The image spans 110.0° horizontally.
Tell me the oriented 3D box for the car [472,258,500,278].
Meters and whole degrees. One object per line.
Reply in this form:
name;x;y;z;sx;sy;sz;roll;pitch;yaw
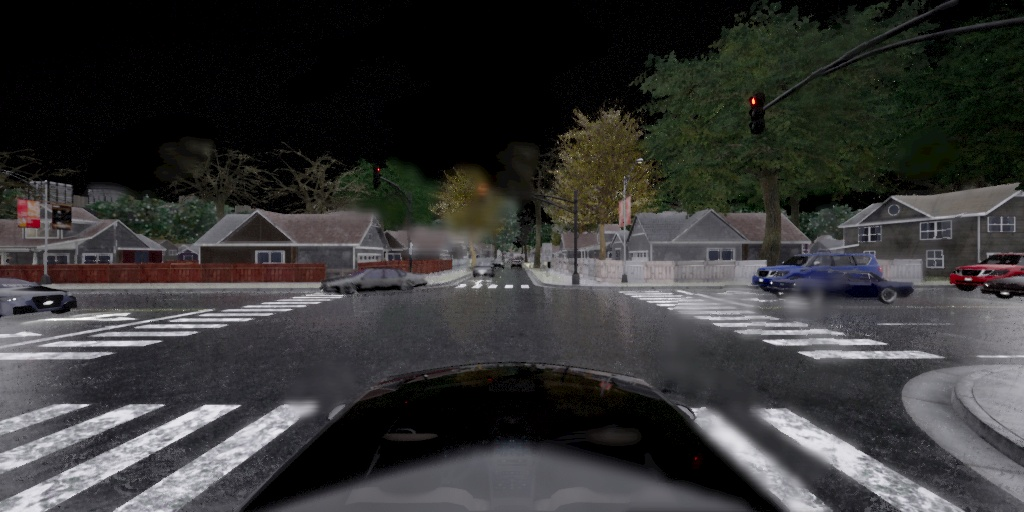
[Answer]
car;-2.578;1.257;33.733;2.128;1.511;4.902;0;0;1

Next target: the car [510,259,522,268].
car;0.747;1.300;61.391;1.837;1.490;4.892;0;0;1

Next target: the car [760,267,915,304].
car;13.557;1.260;15.045;4.718;1.301;1.895;0;0;1

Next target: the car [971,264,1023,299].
car;23.207;1.153;14.888;5.357;1.411;2.033;0;0;1

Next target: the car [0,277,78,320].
car;-17.589;1.410;12.112;4.181;1.385;1.994;0;0;1

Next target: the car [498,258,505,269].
car;-2.248;1.139;56.145;2.097;1.767;4.553;0;0;1

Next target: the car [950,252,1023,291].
car;25.853;0.811;18.091;5.566;2.045;2.150;0;0;1

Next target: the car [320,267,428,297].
car;-7.320;1.325;19.451;5.357;1.411;2.033;0;0;-37

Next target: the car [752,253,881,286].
car;15.487;0.868;18.277;5.566;2.045;2.150;0;0;1
